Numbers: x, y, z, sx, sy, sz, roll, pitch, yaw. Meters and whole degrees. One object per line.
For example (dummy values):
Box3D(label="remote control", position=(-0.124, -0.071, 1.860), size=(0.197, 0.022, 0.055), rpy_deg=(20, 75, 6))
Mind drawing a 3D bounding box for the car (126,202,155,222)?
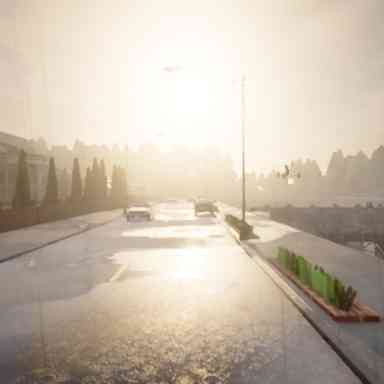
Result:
Box3D(label="car", position=(-4.098, 1.535, 26.977), size=(1.812, 1.442, 4.674), rpy_deg=(0, 0, 0))

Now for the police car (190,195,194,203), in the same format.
Box3D(label="police car", position=(1.140, 1.389, 43.529), size=(1.930, 1.638, 5.238), rpy_deg=(-4, 0, 0))

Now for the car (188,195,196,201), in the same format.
Box3D(label="car", position=(-0.005, 1.408, 81.772), size=(1.837, 1.490, 4.892), rpy_deg=(0, 0, 0))

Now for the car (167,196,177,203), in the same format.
Box3D(label="car", position=(-4.006, 1.549, 67.347), size=(2.033, 1.411, 5.357), rpy_deg=(0, 0, 0))

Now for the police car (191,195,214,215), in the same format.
Box3D(label="police car", position=(1.157, 1.412, 33.537), size=(1.930, 1.638, 5.238), rpy_deg=(-2, -1, 0))

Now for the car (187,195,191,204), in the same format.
Box3D(label="car", position=(-0.004, 1.586, 66.784), size=(1.994, 1.385, 4.181), rpy_deg=(0, 0, 0))
